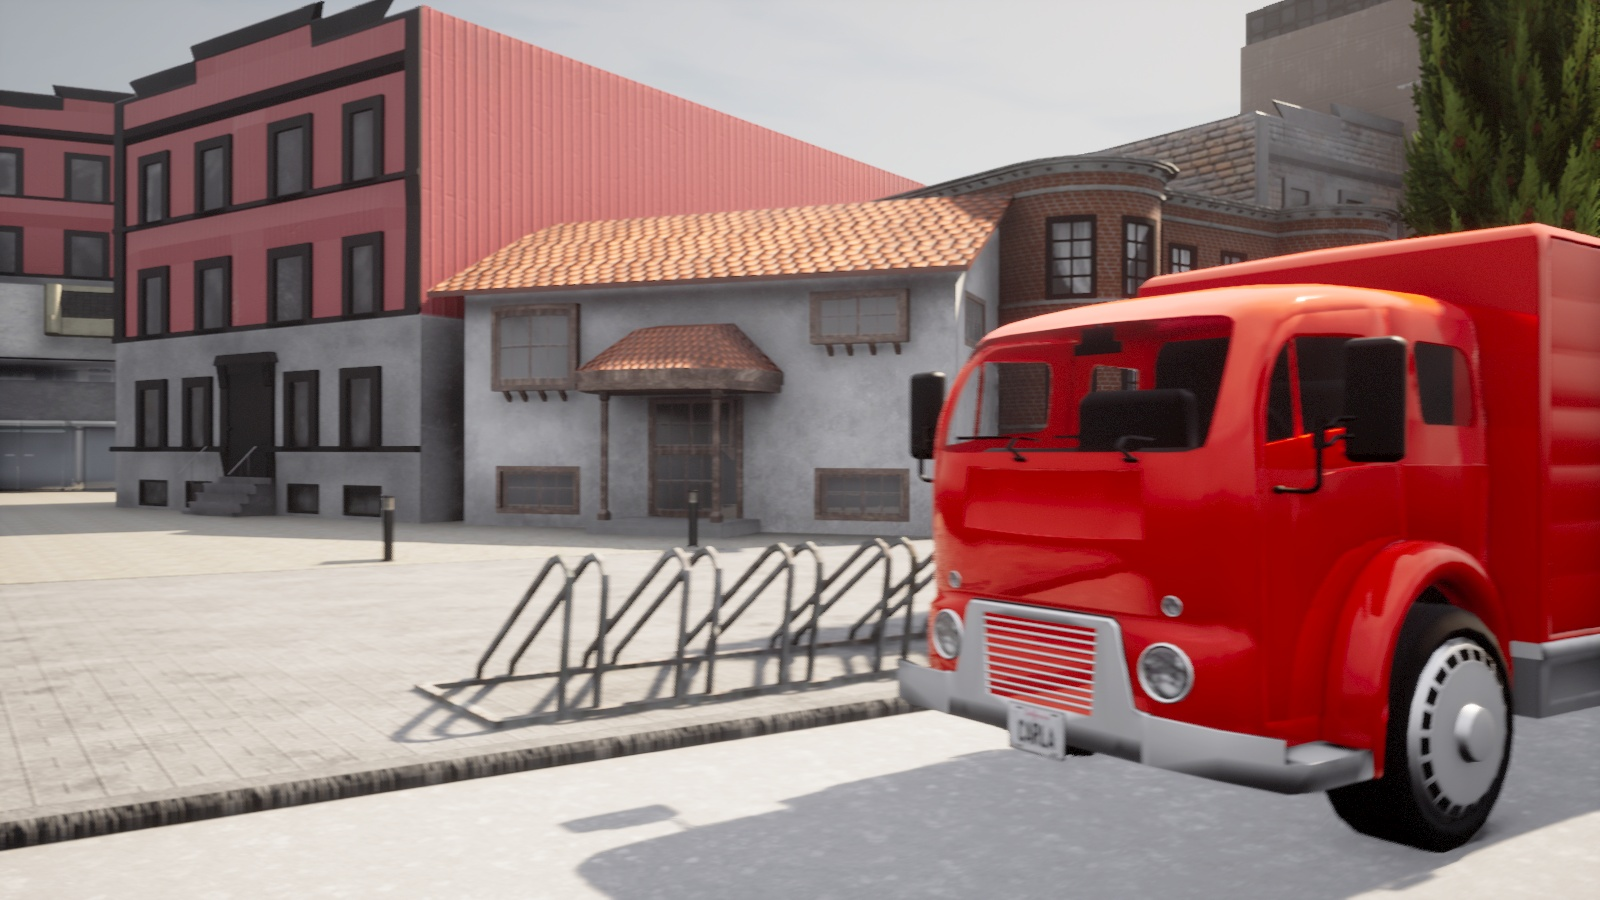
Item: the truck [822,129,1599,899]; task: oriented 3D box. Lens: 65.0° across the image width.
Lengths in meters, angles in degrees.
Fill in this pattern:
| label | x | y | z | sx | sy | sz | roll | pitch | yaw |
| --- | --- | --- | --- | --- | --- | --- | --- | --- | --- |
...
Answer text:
| label | x | y | z | sx | sy | sz | roll | pitch | yaw |
| --- | --- | --- | --- | --- | --- | --- | --- | --- | --- |
| truck | 2.992 | 0.267 | 6.352 | 5.204 | 2.467 | 2.627 | 0 | 0 | -35 |
